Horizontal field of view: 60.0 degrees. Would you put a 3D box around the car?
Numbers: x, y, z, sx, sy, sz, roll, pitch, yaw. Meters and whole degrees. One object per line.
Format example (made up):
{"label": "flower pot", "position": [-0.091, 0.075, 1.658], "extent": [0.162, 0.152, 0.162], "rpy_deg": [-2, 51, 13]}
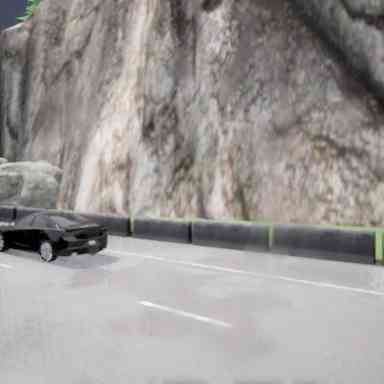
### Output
{"label": "car", "position": [-5.176, 1.441, 11.983], "extent": [5.008, 1.535, 1.882], "rpy_deg": [0, 0, 36]}
